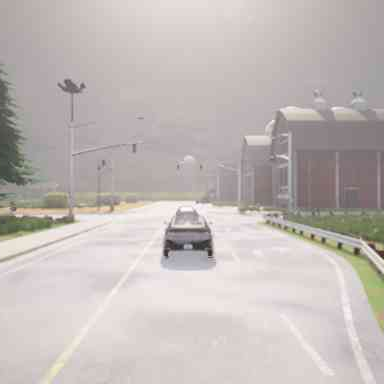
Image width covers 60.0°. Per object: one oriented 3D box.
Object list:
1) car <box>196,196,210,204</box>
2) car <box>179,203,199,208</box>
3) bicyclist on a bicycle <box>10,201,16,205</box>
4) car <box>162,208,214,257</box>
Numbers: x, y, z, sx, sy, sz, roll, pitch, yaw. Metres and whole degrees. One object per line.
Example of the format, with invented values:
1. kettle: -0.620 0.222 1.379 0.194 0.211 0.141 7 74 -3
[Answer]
1. car: 2.762 2.082 83.982 1.905 1.878 3.866 -7 3 -43
2. car: -0.483 1.887 28.485 1.994 1.385 4.181 0 -1 -3
3. bicyclist on a bicycle: -22.477 1.794 41.796 0.582 1.620 1.656 0 0 0
4. car: -0.154 1.645 13.544 2.128 1.511 4.902 0 0 -1
